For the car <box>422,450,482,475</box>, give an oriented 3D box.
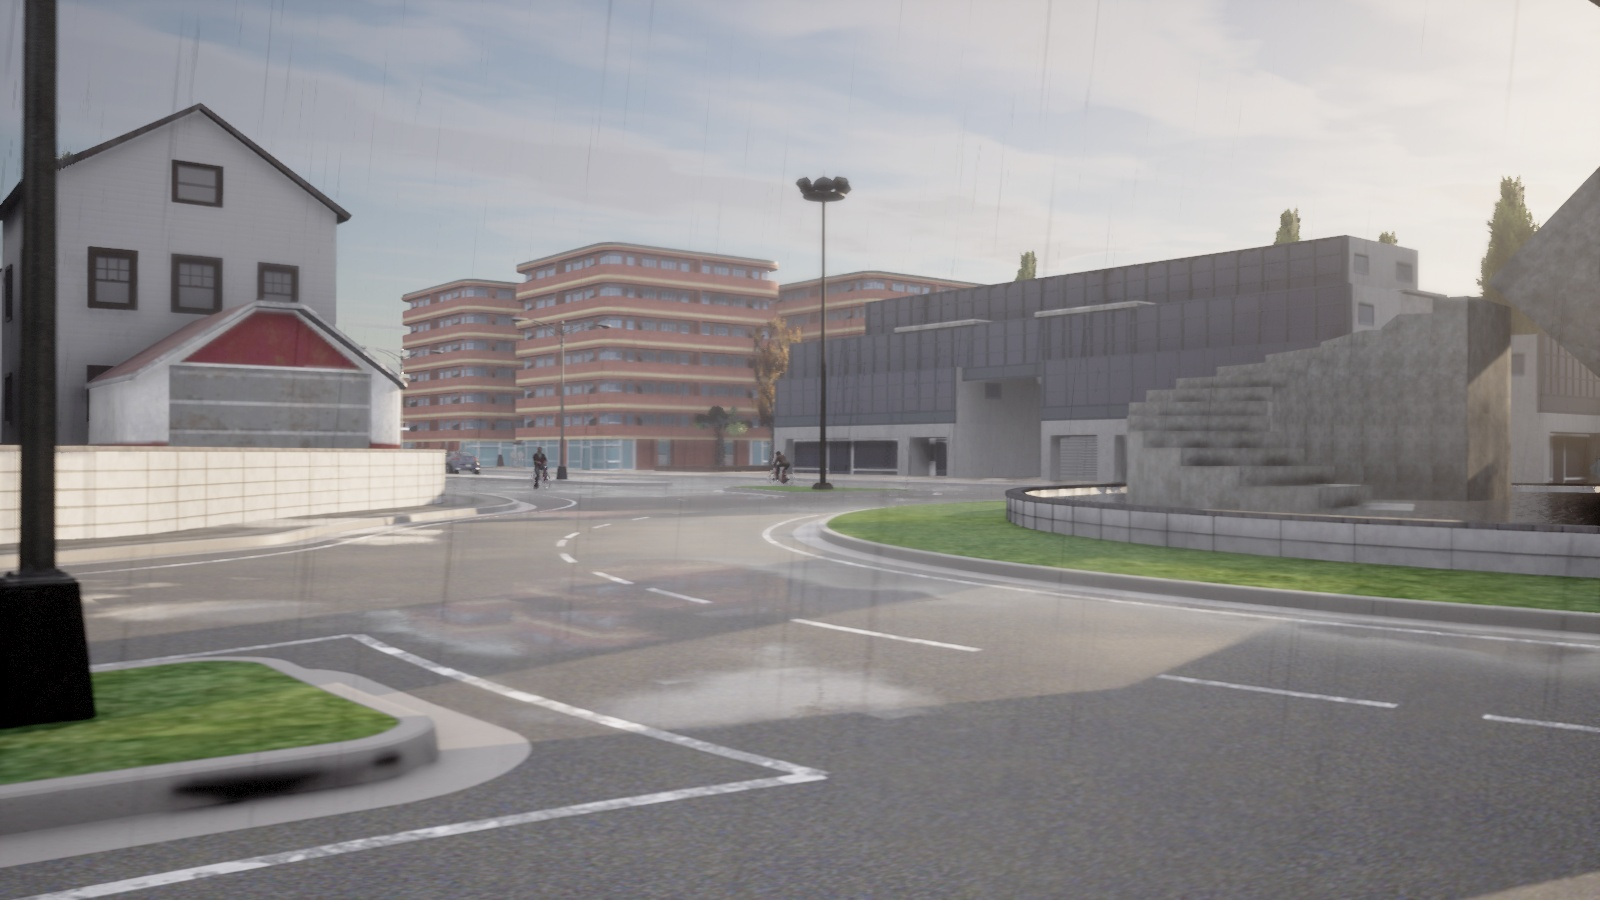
[{"bbox_3d":[-23.686,0.822,85.437,2.152,1.651,5.027,0,0,-39],"label":"car"}]
